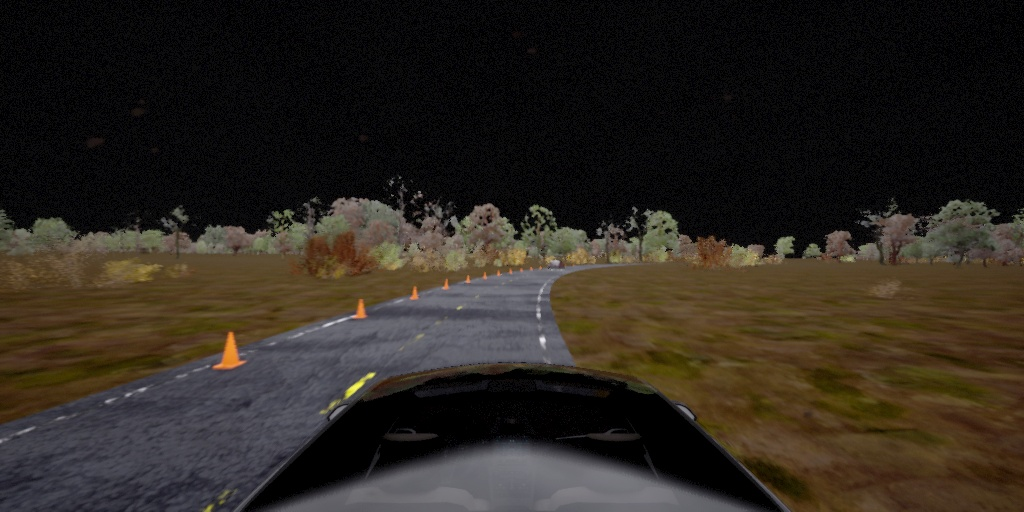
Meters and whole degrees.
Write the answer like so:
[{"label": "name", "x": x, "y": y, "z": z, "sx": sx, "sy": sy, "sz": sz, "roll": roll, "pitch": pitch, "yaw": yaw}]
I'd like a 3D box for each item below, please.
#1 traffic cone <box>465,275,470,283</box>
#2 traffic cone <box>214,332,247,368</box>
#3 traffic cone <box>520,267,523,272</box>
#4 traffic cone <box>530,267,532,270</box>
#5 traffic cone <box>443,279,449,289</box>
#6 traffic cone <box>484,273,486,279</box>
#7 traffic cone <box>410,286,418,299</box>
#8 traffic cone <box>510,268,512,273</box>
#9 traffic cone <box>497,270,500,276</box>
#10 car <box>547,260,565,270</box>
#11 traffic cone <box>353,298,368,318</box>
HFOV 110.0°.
[{"label": "traffic cone", "x": -3.265, "y": 1.680, "z": 26.689, "sx": 0.340, "sy": 0.580, "sz": 0.340, "roll": 0, "pitch": 0, "yaw": 9}, {"label": "traffic cone", "x": -5.037, "y": 1.655, "z": 6.417, "sx": 0.340, "sy": 0.580, "sz": 0.340, "roll": 0, "pitch": 0, "yaw": 1}, {"label": "traffic cone", "x": 1.210, "y": 1.727, "z": 46.539, "sx": 0.340, "sy": 0.580, "sz": 0.340, "roll": 0, "pitch": 0, "yaw": 17}, {"label": "traffic cone", "x": 2.743, "y": 1.742, "z": 51.393, "sx": 0.340, "sy": 0.580, "sz": 0.340, "roll": 0, "pitch": 0, "yaw": 18}, {"label": "traffic cone", "x": -3.964, "y": 1.671, "z": 21.646, "sx": 0.340, "sy": 0.580, "sz": 0.340, "roll": 0, "pitch": 0, "yaw": 7}, {"label": "traffic cone", "x": -2.398, "y": 1.690, "z": 31.705, "sx": 0.340, "sy": 0.580, "sz": 0.340, "roll": 0, "pitch": 0, "yaw": 11}, {"label": "traffic cone", "x": -4.492, "y": 1.664, "z": 16.583, "sx": 0.340, "sy": 0.580, "sz": 0.340, "roll": 0, "pitch": 0, "yaw": 5}, {"label": "traffic cone", "x": -0.159, "y": 1.714, "z": 41.636, "sx": 0.340, "sy": 0.580, "sz": 0.340, "roll": 0, "pitch": 0, "yaw": 15}, {"label": "traffic cone", "x": -1.362, "y": 1.701, "z": 36.689, "sx": 0.340, "sy": 0.580, "sz": 0.340, "roll": 0, "pitch": 0, "yaw": 13}, {"label": "car", "x": 6.922, "y": 1.347, "z": 56.069, "sx": 1.812, "sy": 1.442, "sz": 4.674, "roll": 0, "pitch": 0, "yaw": 21}, {"label": "traffic cone", "x": -4.850, "y": 1.659, "z": 11.505, "sx": 0.340, "sy": 0.580, "sz": 0.340, "roll": 0, "pitch": 0, "yaw": 3}]
